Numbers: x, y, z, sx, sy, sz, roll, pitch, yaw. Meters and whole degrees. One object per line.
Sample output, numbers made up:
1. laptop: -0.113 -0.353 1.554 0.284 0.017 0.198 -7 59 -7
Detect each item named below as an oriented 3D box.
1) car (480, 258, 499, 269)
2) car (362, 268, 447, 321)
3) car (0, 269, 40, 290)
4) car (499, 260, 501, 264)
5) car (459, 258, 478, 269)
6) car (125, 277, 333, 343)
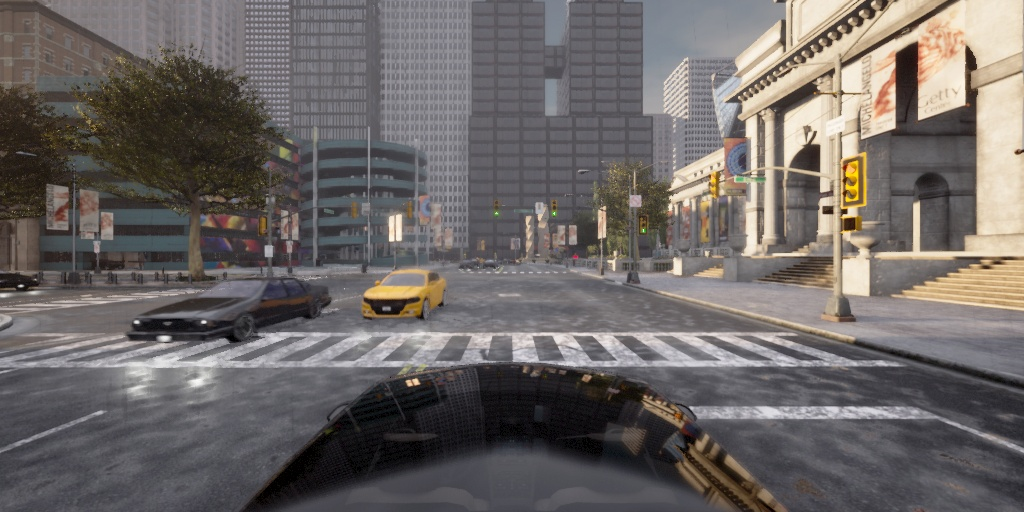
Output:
1. car: -3.482 1.231 56.201 1.882 1.535 5.008 0 0 0
2. car: -3.574 1.226 12.730 1.882 1.535 5.008 0 0 0
3. car: -30.241 1.299 20.139 5.357 1.411 2.033 0 0 0
4. car: -3.467 1.279 65.234 1.812 1.442 4.674 0 0 0
5. car: -6.978 1.300 56.060 2.033 1.411 5.357 0 0 0
6. car: -7.079 1.298 9.962 2.033 1.411 5.357 0 0 0
